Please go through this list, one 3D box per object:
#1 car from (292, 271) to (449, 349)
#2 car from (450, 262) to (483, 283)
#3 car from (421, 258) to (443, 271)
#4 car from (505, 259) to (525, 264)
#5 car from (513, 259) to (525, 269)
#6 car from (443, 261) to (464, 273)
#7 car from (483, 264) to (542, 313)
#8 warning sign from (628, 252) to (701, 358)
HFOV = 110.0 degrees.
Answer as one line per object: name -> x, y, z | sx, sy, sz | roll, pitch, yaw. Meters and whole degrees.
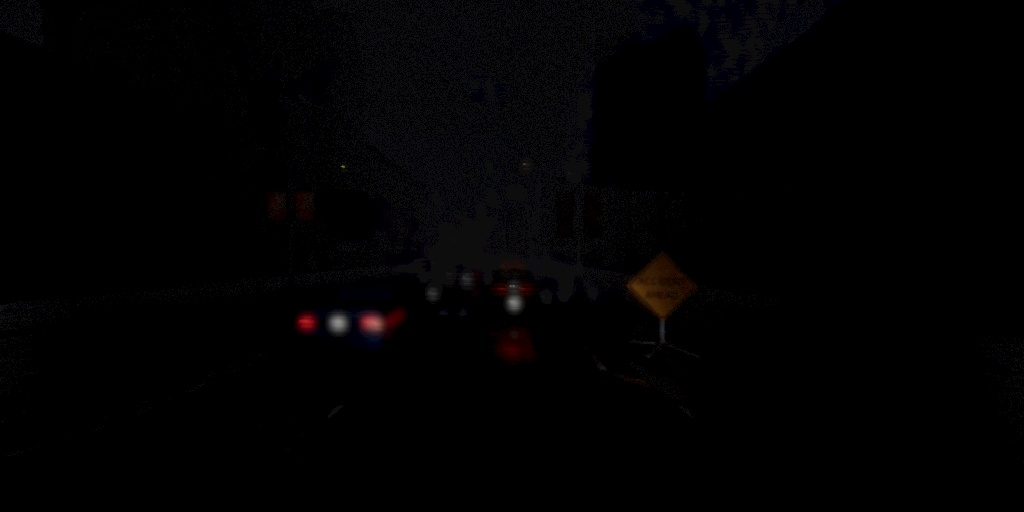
car -> -3.187, 1.289, 9.115 | 2.033, 1.411, 5.357 | 0, 0, 0
car -> -3.174, 1.330, 27.365 | 1.895, 1.301, 4.718 | 0, 0, 0
car -> -9.840, 1.070, 44.568 | 2.097, 1.767, 4.553 | 0, 0, 0
car -> 0.085, 1.206, 30.546 | 1.882, 1.535, 5.008 | 0, 0, 0
car -> 1.129, 1.231, 56.808 | 1.812, 1.442, 4.674 | 0, 0, 0
car -> -6.600, 1.267, 43.677 | 2.033, 1.411, 5.357 | 0, 0, 0
car -> 0.083, 1.242, 13.843 | 1.837, 1.490, 4.892 | 0, 0, 0
warning sign -> 2.849, 0.859, 6.809 | 1.300, 1.860, 1.060 | 0, 0, 0
